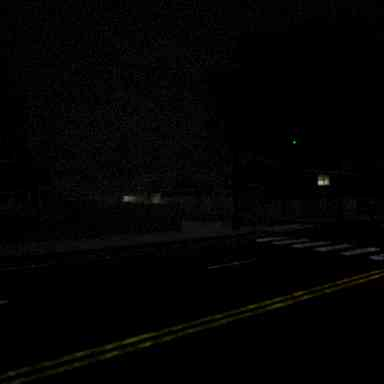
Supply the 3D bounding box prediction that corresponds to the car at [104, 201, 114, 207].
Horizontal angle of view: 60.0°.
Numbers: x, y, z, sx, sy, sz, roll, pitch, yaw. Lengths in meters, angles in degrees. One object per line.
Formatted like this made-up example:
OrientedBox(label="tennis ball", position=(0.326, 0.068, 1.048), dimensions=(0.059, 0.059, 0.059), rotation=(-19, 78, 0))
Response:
OrientedBox(label="car", position=(-12.981, 1.988, 52.241), dimensions=(1.895, 1.301, 4.718), rotation=(0, 0, -27))
